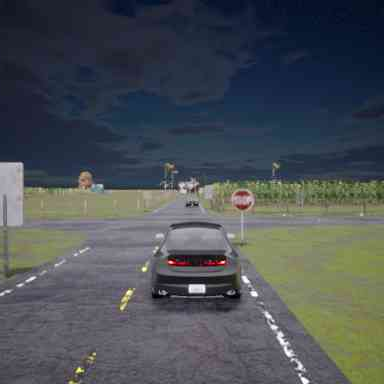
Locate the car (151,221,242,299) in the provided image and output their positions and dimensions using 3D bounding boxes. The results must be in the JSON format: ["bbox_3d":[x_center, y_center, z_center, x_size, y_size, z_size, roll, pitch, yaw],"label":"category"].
[{"bbox_3d":[0.088,1.500,8.432,1.837,1.490,4.892,0,0,0],"label":"car"}]

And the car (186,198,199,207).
[{"bbox_3d":[0.044,1.552,50.471,1.895,1.301,4.718,0,0,0],"label":"car"}]
